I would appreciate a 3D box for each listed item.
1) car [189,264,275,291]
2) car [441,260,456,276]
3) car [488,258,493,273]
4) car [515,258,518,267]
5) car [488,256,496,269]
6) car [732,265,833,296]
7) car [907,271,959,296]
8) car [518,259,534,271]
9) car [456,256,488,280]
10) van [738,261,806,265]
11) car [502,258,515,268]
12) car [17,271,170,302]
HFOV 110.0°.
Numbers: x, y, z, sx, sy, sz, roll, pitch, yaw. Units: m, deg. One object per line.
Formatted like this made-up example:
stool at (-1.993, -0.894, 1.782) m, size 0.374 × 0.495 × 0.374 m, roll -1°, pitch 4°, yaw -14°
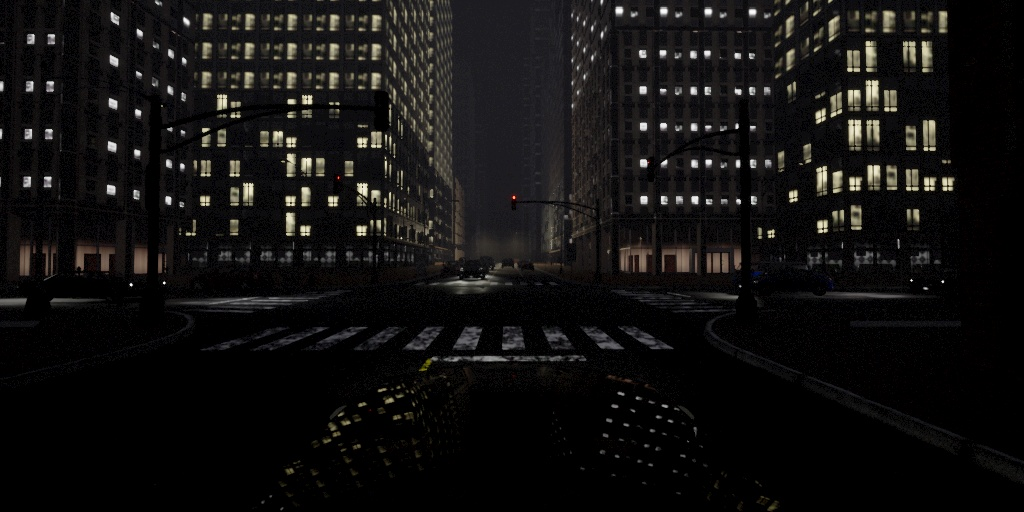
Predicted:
car at (-16.757, 1.255, 21.472) m, size 4.097 × 1.591 × 1.967 m, roll 0°, pitch 0°, yaw -1°
car at (-6.163, 1.203, 37.052) m, size 1.967 × 1.591 × 4.097 m, roll 0°, pitch 0°, yaw -1°
car at (-3.634, 1.257, 41.806) m, size 2.128 × 1.511 × 4.902 m, roll 0°, pitch 0°, yaw -1°
car at (1.915, 1.297, 59.701) m, size 1.751 × 1.417 × 4.829 m, roll 0°, pitch 0°, yaw -1°
car at (-3.765, 0.991, 52.407) m, size 2.150 × 2.045 × 5.566 m, roll 0°, pitch 0°, yaw -1°
car at (14.522, 1.342, 19.239) m, size 4.674 × 1.442 × 1.812 m, roll 0°, pitch -1°, yaw -2°
car at (24.494, 1.437, 19.353) m, size 4.718 × 1.301 × 1.895 m, roll 0°, pitch -1°, yaw -1°
car at (2.066, 1.350, 48.376) m, size 1.802 × 1.307 × 4.207 m, roll 0°, pitch 0°, yaw -1°
car at (-3.432, 1.112, 31.532) m, size 2.097 × 1.767 × 4.553 m, roll 0°, pitch 0°, yaw -3°
van at (15.715, 1.210, 21.835) m, size 3.998 × 1.789 × 1.690 m, roll 0°, pitch 0°, yaw -1°
car at (-0.697, 1.125, 61.526) m, size 2.097 × 1.767 × 4.553 m, roll 0°, pitch 0°, yaw -1°
car at (-18.065, 1.300, 15.680) m, size 4.718 × 1.301 × 1.895 m, roll 0°, pitch -1°, yaw -1°
